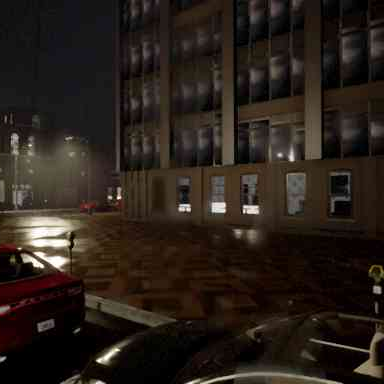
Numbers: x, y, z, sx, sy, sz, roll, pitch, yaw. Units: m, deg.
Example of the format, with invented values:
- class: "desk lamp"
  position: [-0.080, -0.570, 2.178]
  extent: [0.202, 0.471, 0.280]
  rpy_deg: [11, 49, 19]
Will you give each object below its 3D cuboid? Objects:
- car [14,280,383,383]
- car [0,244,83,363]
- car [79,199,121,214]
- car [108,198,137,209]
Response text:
- class: "car"
  position: [0.980, 1.551, 2.181]
  extent: [4.403, 1.369, 2.008]
  rpy_deg: [0, 0, 36]
- class: "car"
  position: [-3.650, 1.545, 5.492]
  extent: [4.507, 1.381, 1.887]
  rpy_deg: [0, 0, 36]
- class: "car"
  position: [-10.171, 1.682, 35.916]
  extent: [1.802, 1.307, 4.206]
  rpy_deg: [-1, -1, 36]
- class: "car"
  position: [-10.363, 1.641, 49.823]
  extent: [1.967, 1.590, 4.097]
  rpy_deg: [-1, -1, 36]
